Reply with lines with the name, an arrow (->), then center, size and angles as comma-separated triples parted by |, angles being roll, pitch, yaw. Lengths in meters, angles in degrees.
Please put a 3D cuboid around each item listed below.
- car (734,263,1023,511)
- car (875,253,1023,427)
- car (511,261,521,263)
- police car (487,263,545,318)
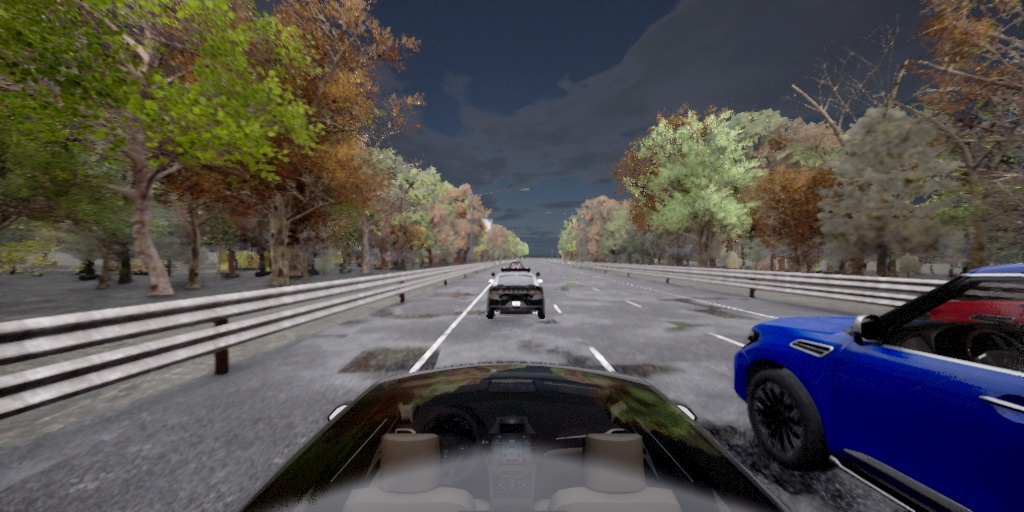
car -> 3.603, 0.974, 1.709 | 2.150, 2.045, 5.566 | 0, 0, 0
car -> 7.104, 0.984, 3.163 | 2.150, 2.045, 5.566 | 0, 0, 0
car -> 0.559, 1.462, 44.830 | 2.033, 1.649, 4.856 | 0, 0, 1
police car -> 0.141, 1.252, 13.532 | 1.930, 1.638, 5.238 | 0, 0, 0
